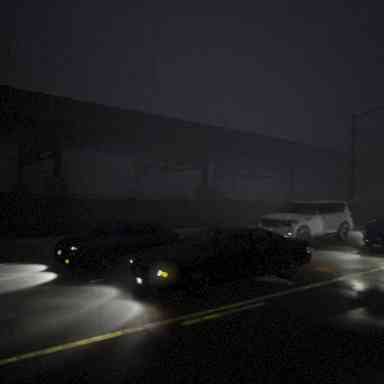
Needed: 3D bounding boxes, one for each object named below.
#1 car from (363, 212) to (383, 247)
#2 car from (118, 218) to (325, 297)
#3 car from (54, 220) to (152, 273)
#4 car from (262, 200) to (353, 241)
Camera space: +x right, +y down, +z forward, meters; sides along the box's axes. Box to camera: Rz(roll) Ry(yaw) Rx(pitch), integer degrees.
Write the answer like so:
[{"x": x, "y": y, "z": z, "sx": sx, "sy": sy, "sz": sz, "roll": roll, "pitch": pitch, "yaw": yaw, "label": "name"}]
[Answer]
[{"x": 9.736, "y": 1.691, "z": 15.147, "sx": 5.008, "sy": 1.535, "sz": 1.882, "roll": 1, "pitch": 0, "yaw": -35, "label": "car"}, {"x": 1.007, "y": 1.641, "z": 8.990, "sx": 5.357, "sy": 1.411, "sz": 2.033, "roll": 1, "pitch": -1, "yaw": -35, "label": "car"}, {"x": -2.262, "y": 1.634, "z": 10.955, "sx": 4.181, "sy": 1.385, "sz": 1.994, "roll": 1, "pitch": -1, "yaw": -35, "label": "car"}, {"x": 5.794, "y": 1.412, "z": 16.650, "sx": 5.566, "sy": 2.045, "sz": 2.150, "roll": 1, "pitch": 0, "yaw": -35, "label": "car"}]
